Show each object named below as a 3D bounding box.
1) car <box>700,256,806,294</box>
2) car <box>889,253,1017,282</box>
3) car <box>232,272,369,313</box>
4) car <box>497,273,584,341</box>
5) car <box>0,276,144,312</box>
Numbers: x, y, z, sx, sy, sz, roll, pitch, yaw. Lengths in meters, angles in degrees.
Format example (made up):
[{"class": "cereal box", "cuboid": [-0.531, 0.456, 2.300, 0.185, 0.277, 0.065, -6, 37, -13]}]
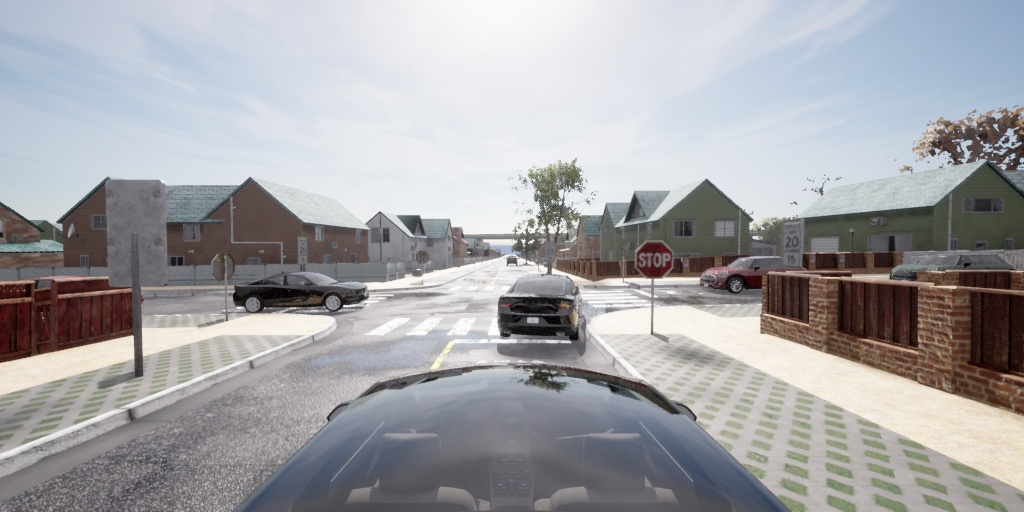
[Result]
[{"class": "car", "cuboid": [11.808, 0.821, 17.686, 4.553, 1.767, 2.097, -1, 2, 0]}, {"class": "car", "cuboid": [21.703, 0.646, 17.757, 4.553, 1.767, 2.097, -1, 2, 0]}, {"class": "car", "cuboid": [-8.468, 1.377, 14.604, 5.008, 1.535, 1.882, -1, 2, 0]}, {"class": "car", "cuboid": [0.958, 1.225, 10.077, 1.882, 1.535, 5.008, 0, 0, 12]}, {"class": "car", "cuboid": [-18.020, 1.547, 14.542, 5.008, 1.535, 1.882, -1, 2, 0]}]
